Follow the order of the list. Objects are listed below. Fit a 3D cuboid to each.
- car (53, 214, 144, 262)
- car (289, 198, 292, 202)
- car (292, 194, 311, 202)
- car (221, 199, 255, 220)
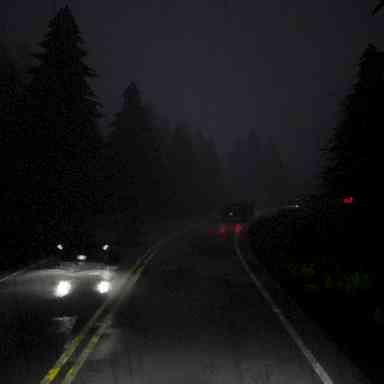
[{"bbox_3d":[-3.085,1.528,12.333,2.033,1.411,5.357,0,0,3],"label":"car"},{"bbox_3d":[15.660,0.992,47.511,2.128,1.511,4.902,-5,-2,45],"label":"car"},{"bbox_3d":[14.847,0.933,41.716,4.674,1.442,1.812,-2,-2,-45],"label":"car"},{"bbox_3d":[3.683,1.329,26.072,2.128,1.511,4.902,-2,0,21],"label":"car"}]
